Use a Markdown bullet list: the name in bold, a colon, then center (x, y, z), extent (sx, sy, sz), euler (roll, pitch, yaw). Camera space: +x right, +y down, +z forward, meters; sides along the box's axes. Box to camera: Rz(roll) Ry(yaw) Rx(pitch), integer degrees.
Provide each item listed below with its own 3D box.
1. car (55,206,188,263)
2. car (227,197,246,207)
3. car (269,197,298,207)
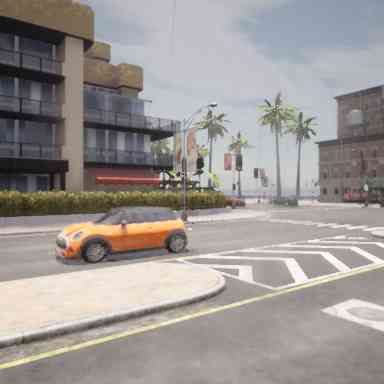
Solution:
- **car**: center (-2.443, 1.350, 12.014), extent (4.553, 1.767, 2.097), euler (0, 0, -35)
- **car**: center (6.157, 1.468, 51.241), extent (1.882, 1.535, 5.008), euler (0, 0, -35)
- **car**: center (14.310, 1.494, 52.096), extent (1.837, 1.490, 4.892), euler (0, 0, -34)
